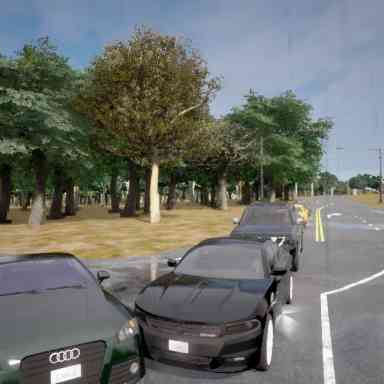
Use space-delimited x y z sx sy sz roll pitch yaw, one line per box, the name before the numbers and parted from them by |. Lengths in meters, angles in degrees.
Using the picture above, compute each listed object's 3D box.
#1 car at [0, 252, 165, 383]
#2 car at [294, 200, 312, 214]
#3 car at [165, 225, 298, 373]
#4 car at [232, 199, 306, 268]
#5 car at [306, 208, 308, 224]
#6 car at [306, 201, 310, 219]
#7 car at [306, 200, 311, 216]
car | -2.294 1.642 4.914 1.994 1.385 4.181 1 -2 -33
car | 13.398 1.743 40.070 1.812 1.442 4.674 -1 0 21
car | 0.754 1.612 6.206 1.882 1.535 5.008 -1 -2 21
car | 2.887 1.458 12.343 2.150 2.045 5.566 -2 0 21
car | 5.125 1.772 18.242 1.895 1.301 4.718 -1 0 21
car | 7.285 1.661 23.992 1.882 1.535 5.008 -1 0 21
car | 9.354 1.721 29.493 1.812 1.442 4.674 -1 0 21
